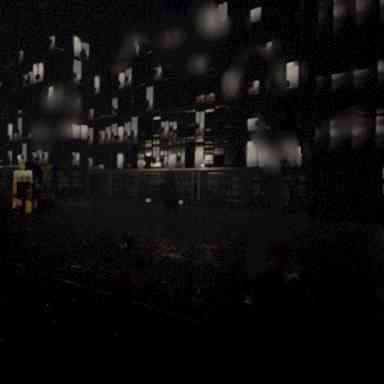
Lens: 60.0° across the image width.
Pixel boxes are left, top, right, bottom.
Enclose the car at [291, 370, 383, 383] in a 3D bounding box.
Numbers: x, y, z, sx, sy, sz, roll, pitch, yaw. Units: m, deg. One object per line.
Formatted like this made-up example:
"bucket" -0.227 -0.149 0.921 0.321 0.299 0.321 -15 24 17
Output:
"car" 2.275 1.617 1.237 4.206 1.307 1.802 2 1 36
